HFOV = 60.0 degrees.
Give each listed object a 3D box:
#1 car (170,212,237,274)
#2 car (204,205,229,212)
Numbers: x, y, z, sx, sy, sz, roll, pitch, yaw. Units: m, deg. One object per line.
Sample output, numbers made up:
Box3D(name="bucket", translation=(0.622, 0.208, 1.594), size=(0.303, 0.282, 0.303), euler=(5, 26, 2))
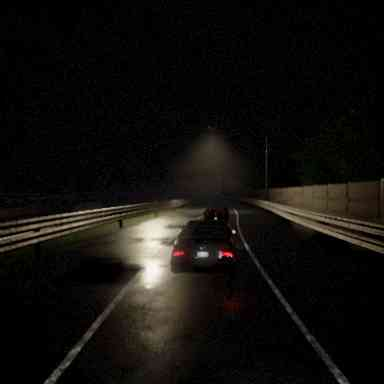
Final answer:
Box3D(name="car", translation=(0.447, 1.601, 10.716), size=(2.033, 1.411, 5.357), euler=(0, 0, 4))
Box3D(name="car", translation=(2.129, 1.745, 27.832), size=(1.895, 1.301, 4.718), euler=(1, 0, 8))
